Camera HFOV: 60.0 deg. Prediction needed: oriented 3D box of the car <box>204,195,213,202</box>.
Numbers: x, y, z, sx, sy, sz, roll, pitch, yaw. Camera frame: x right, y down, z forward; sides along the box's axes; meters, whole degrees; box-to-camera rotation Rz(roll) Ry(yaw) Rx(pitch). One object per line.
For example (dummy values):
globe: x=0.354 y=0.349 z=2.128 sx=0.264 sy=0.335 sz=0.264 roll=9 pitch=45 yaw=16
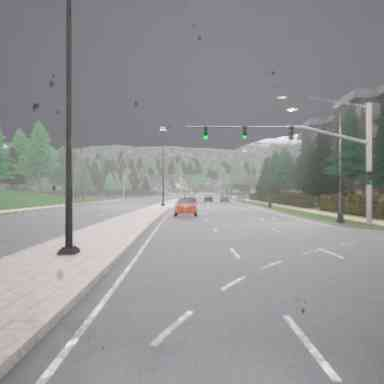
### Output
car: x=3.590 y=1.425 z=72.738 sx=1.882 sy=1.535 sz=5.008 roll=0 pitch=0 yaw=1

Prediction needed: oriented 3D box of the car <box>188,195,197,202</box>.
car: x=0.084 y=1.474 z=72.462 sx=1.812 sy=1.442 sz=4.674 roll=0 pitch=0 yaw=1

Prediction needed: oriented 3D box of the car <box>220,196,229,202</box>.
car: x=7.089 y=1.485 z=72.674 sx=2.033 sy=1.411 sz=5.357 roll=0 pitch=0 yaw=1

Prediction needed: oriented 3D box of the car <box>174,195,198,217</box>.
car: x=-0.555 y=1.331 z=31.464 sx=2.097 sy=1.767 sz=4.553 roll=0 pitch=0 yaw=0
